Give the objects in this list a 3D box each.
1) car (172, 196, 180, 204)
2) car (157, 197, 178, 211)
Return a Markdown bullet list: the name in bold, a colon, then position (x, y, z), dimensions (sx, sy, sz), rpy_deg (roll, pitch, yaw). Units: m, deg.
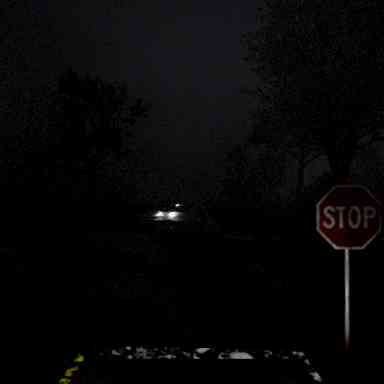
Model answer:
- **car**: position (-3.144, 1.462, 59.935), dimensions (1.994, 1.385, 4.181), rpy_deg (0, 0, 0)
- **car**: position (-3.099, 1.573, 40.310), dimensions (1.895, 1.301, 4.718), rpy_deg (0, 0, 0)
